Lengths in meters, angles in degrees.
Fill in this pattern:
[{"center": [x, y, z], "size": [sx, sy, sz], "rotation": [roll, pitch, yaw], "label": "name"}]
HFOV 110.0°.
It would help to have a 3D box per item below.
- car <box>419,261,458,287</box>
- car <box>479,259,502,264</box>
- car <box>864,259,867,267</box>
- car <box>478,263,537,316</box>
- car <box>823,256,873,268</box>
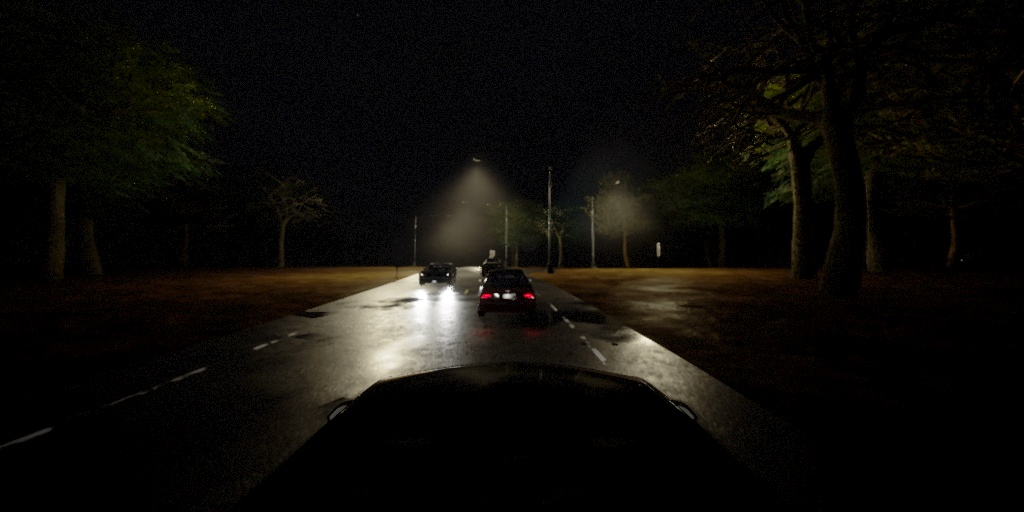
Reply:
[{"center": [-4.437, 1.087, 22.037], "size": [1.895, 1.301, 4.718], "rotation": [0, 1, -4], "label": "car"}, {"center": [-1.777, 0.960, 31.802], "size": [1.837, 1.490, 4.892], "rotation": [0, 1, -6], "label": "car"}, {"center": [42.596, 0.655, 44.038], "size": [4.902, 1.511, 2.128], "rotation": [-1, -3, 1], "label": "car"}, {"center": [-0.226, 1.159, 12.666], "size": [2.033, 1.411, 5.357], "rotation": [0, 1, -2], "label": "car"}, {"center": [44.057, 0.825, 47.053], "size": [4.674, 1.442, 1.812], "rotation": [-1, -2, 1], "label": "car"}]
